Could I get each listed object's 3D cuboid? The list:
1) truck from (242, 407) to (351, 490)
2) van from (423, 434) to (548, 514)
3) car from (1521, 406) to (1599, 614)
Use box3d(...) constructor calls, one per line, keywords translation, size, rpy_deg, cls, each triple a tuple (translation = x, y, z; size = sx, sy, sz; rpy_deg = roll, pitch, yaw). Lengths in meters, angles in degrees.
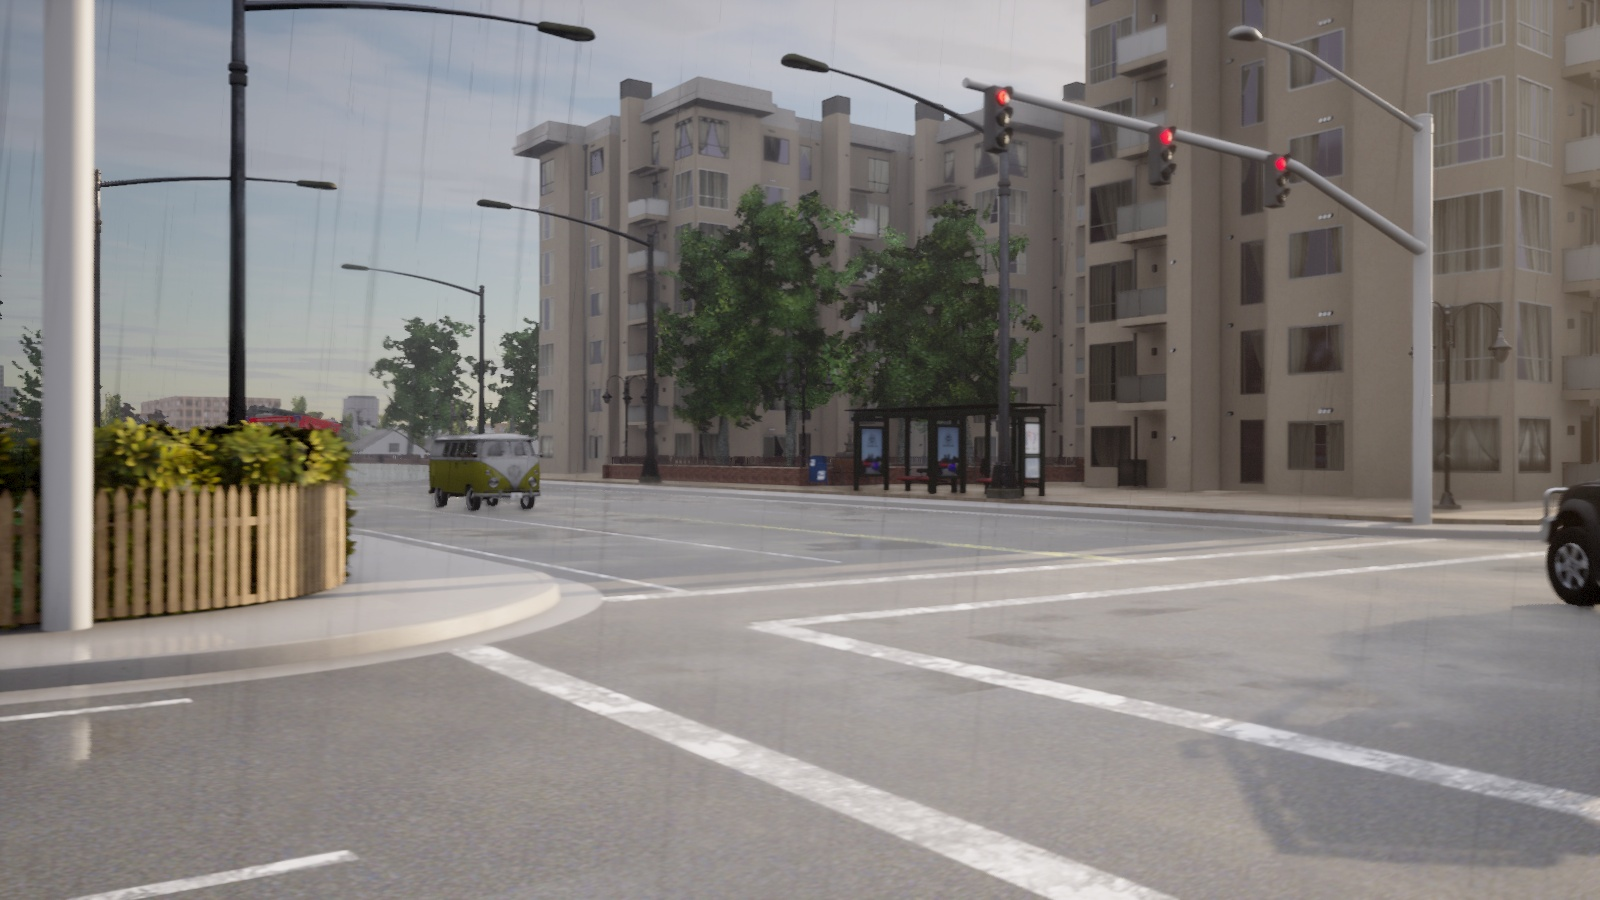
box3d(translation=(-26.062, 0.063, 65.466), size=(2.891, 3.827, 8.468), rpy_deg=(-3, -2, -6), cls="truck")
box3d(translation=(-8.400, 0.598, 33.273), size=(1.775, 1.987, 4.442), rpy_deg=(0, 0, -34), cls="van")
box3d(translation=(7.972, 0.532, 10.472), size=(1.932, 1.855, 4.605), rpy_deg=(0, 0, 10), cls="car")
